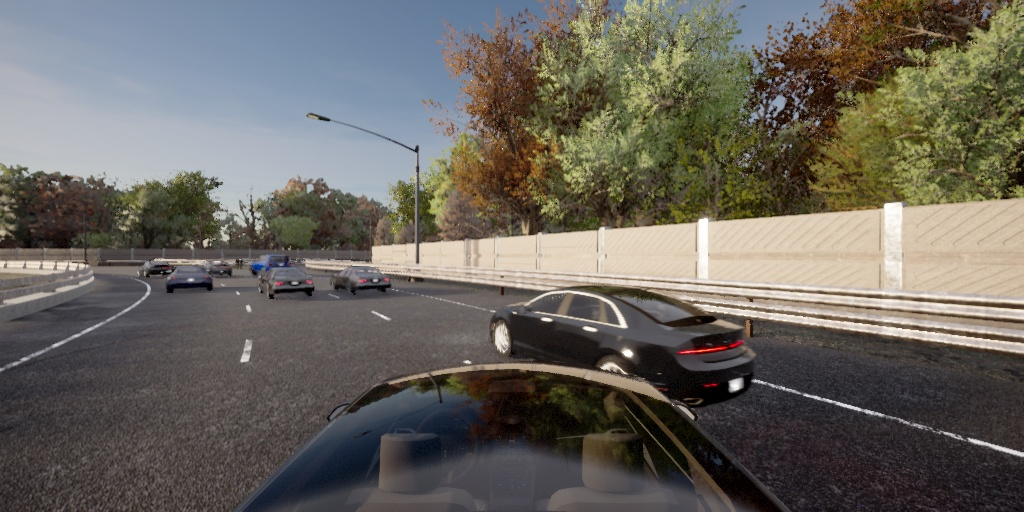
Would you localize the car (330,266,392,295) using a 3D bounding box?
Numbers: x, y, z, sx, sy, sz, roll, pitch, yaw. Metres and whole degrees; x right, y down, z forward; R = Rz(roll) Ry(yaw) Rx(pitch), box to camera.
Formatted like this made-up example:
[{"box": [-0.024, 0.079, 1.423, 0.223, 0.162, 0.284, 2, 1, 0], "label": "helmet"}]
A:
[{"box": [-8.491, 1.278, 19.894, 2.033, 1.411, 5.357, 0, 0, -41], "label": "car"}]

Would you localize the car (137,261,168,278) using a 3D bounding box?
[{"box": [-32.947, 1.219, 33.144, 4.892, 1.490, 1.837, 0, 0, 36], "label": "car"}]

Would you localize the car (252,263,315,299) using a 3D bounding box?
[{"box": [-11.522, 1.279, 18.182, 2.033, 1.411, 5.357, 0, 0, -41], "label": "car"}]

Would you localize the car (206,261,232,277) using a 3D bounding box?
[{"box": [-28.192, 1.205, 33.970, 4.902, 1.511, 2.128, 0, 0, 38], "label": "car"}]

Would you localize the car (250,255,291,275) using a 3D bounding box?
[{"box": [-23.203, 0.935, 34.510, 5.566, 2.045, 2.150, 0, 0, 40], "label": "car"}]

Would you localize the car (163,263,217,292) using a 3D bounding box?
[{"box": [-19.106, 1.292, 21.230, 1.994, 1.385, 4.181, 0, 0, -43], "label": "car"}]

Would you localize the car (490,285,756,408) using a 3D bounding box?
[{"box": [1.341, 1.250, 6.234, 1.837, 1.490, 4.892, 0, 0, -32], "label": "car"}]
